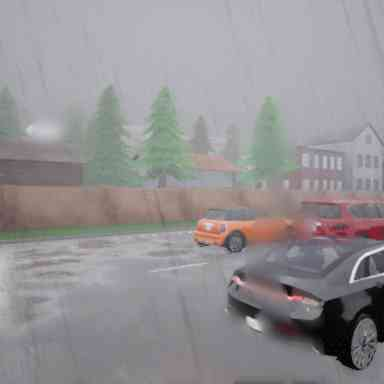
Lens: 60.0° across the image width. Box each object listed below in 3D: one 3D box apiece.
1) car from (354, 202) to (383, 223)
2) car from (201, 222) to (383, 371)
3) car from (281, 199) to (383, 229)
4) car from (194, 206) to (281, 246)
[{"bbox_3d":[15.849,1.657,27.950,4.892,1.490,1.837,0,0,-36],"label":"car"},{"bbox_3d":[2.795,1.520,5.741,4.902,1.511,2.128,0,0,-36],"label":"car"},{"bbox_3d":[6.086,1.285,12.387,5.566,2.045,2.150,0,0,-36],"label":"car"},{"bbox_3d":[2.355,1.405,14.031,4.553,1.767,2.097,0,0,-36],"label":"car"}]
